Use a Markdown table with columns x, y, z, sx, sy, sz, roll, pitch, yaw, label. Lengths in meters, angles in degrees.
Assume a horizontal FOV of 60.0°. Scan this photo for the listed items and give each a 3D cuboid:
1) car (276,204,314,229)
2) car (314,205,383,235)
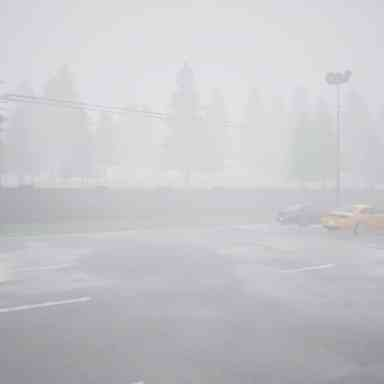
| x | y | z | sx | sy | sz | roll | pitch | yaw | label |
| --- | --- | --- | --- | --- | --- | --- | --- | --- | --- |
| 7.535 | 1.496 | 21.383 | 4.674 | 1.442 | 1.812 | 0 | 0 | -26 | car |
| 9.468 | 1.450 | 18.418 | 5.008 | 1.535 | 1.882 | 0 | 0 | -26 | car |
